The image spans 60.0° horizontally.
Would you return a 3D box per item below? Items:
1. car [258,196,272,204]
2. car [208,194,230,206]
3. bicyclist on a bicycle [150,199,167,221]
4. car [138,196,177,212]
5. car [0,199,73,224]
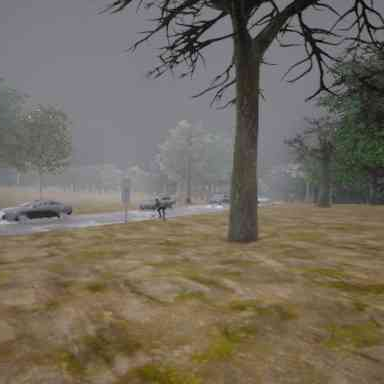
[{"bbox_3d":[12.222,1.297,55.776,1.895,1.301,4.718,1,0,23],"label":"car"},{"bbox_3d":[3.872,1.056,46.030,1.837,1.490,4.892,1,1,28],"label":"car"},{"bbox_3d":[-2.412,1.298,24.028,1.656,1.620,0.582,-1,0,36],"label":"bicyclist on a bicycle"},{"bbox_3d":[-3.404,1.145,33.980,1.837,1.490,4.892,1,1,33],"label":"car"},{"bbox_3d":[-10.855,1.295,23.480,2.128,1.511,4.902,2,2,37],"label":"car"}]
